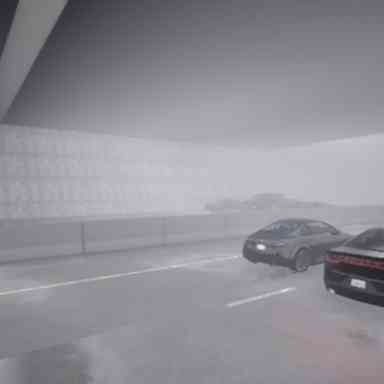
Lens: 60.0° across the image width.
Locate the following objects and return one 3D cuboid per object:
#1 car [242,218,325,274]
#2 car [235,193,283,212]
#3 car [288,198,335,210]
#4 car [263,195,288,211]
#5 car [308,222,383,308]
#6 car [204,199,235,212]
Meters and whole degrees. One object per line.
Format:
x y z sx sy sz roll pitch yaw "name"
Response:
3.599 1.529 10.618 4.181 1.385 1.994 0 0 -35 "car"
7.613 1.116 35.190 5.566 2.045 2.150 0 0 -35 "car"
10.659 1.465 28.768 4.181 1.385 1.994 0 0 -35 "car"
9.685 1.387 32.368 4.902 1.511 2.128 0 0 -35 "car"
4.941 1.446 7.277 5.008 1.535 1.882 0 0 -35 "car"
3.904 1.449 36.851 5.357 1.411 2.033 0 0 -35 "car"
